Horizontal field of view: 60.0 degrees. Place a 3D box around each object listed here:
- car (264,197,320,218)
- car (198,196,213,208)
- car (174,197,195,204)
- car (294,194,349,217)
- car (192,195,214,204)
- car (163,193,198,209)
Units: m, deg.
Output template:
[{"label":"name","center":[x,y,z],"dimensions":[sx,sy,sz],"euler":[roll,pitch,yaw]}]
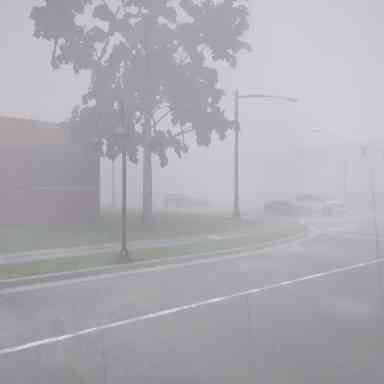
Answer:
[{"label":"car","center":[8.873,1.500,30.802],"dimensions":[1.837,1.490,4.892],"euler":[0,1,-34]},{"label":"car","center":[0.989,1.599,48.949],"dimensions":[1.895,1.301,4.718],"euler":[0,0,-34]},{"label":"car","center":[-1.555,1.601,65.450],"dimensions":[1.895,1.301,4.718],"euler":[0,0,-34]},{"label":"car","center":[12.167,1.221,32.173],"dimensions":[2.150,2.045,5.566],"euler":[0,0,-34]},{"label":"car","center":[2.131,1.477,66.240],"dimensions":[1.882,1.535,5.008],"euler":[0,0,-34]},{"label":"car","center":[-2.019,1.221,47.150],"dimensions":[2.150,2.045,5.566],"euler":[0,0,-34]}]
